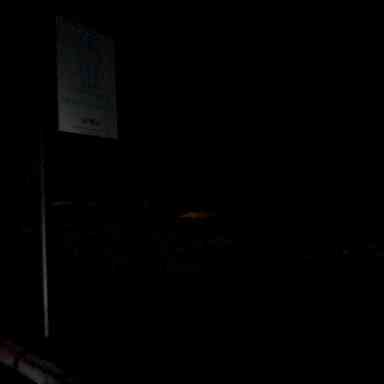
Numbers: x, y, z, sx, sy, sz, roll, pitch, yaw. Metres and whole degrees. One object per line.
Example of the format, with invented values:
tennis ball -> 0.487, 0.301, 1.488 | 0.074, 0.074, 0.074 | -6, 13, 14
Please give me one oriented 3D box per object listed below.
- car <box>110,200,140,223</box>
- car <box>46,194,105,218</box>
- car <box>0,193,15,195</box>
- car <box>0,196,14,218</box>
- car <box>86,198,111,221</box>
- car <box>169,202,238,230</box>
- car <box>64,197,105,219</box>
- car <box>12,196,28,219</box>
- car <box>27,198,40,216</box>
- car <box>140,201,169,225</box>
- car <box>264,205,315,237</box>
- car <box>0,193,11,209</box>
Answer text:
car -> -3.306, 1.472, 25.043 | 2.231, 1.521, 4.892 | 0, 0, 35
car -> -10.113, 1.210, 29.839 | 2.435, 2.045, 5.566 | 0, 0, 35
car -> -23.689, 1.151, 39.492 | 2.435, 2.045, 5.566 | 0, 0, 35
car -> -16.778, 1.442, 34.840 | 1.946, 1.575, 5.366 | 0, 0, 35
car -> -5.569, 1.467, 26.650 | 2.097, 1.535, 5.008 | 0, 0, 35
car -> 1.106, 1.473, 21.670 | 1.946, 1.575, 5.366 | 0, 0, 35
car -> -7.832, 1.464, 28.259 | 2.097, 1.535, 5.008 | 0, 0, 35
car -> -14.625, 1.453, 33.076 | 2.097, 1.535, 5.008 | 0, 0, 35
car -> -12.361, 1.460, 31.466 | 2.231, 1.521, 4.892 | 0, 0, 35
car -> -1.031, 1.503, 23.453 | 2.163, 1.488, 4.792 | 0, 0, 35
car -> 5.722, 1.512, 18.580 | 2.163, 1.488, 4.792 | 0, 0, 35
car -> -25.919, 1.131, 41.147 | 2.435, 2.045, 5.566 | 1, 0, 35
